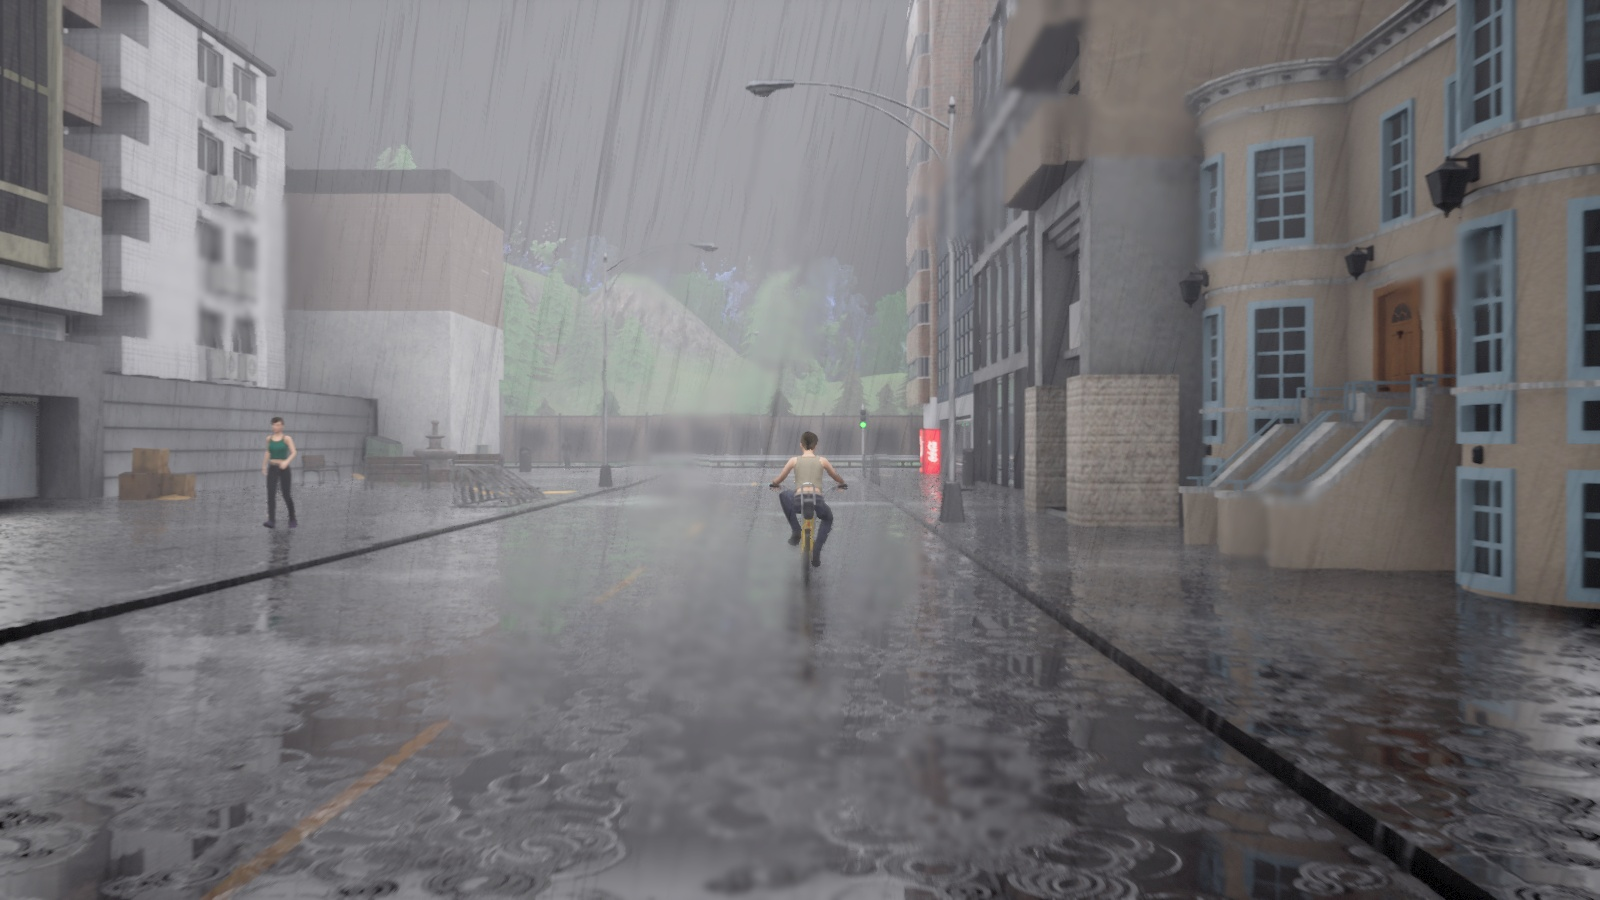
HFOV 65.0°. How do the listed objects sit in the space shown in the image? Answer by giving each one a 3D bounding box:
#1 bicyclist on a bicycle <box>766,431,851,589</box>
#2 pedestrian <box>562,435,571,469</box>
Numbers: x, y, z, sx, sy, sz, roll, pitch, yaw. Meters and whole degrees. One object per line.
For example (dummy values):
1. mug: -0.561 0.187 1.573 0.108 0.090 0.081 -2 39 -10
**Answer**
1. bicyclist on a bicycle: 0.092 0.607 13.530 0.866 1.612 1.509 0 0 0
2. pedestrian: -13.205 0.100 70.934 0.402 1.930 0.666 0 0 0
